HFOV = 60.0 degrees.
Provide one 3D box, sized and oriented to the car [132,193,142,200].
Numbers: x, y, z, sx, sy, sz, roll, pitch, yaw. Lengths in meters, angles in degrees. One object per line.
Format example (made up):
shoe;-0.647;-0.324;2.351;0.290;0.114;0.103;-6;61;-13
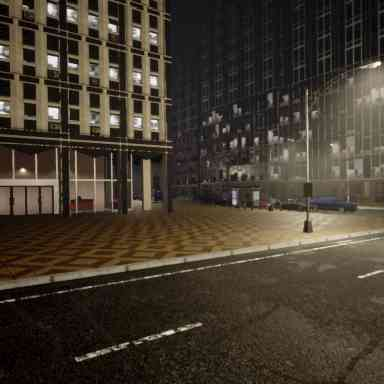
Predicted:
car;-11.670;1.040;68.155;2.008;1.369;4.403;0;1;-35

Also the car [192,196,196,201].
car;1.680;1.043;63.547;1.802;1.307;4.206;0;1;-35

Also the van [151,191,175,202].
van;-5.221;0.937;58.792;1.690;1.788;3.998;0;1;-35

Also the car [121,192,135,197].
car;-17.665;0.689;91.629;2.008;1.369;4.403;0;1;-35

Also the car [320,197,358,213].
car;14.589;1.317;34.585;1.882;1.535;5.008;-1;1;-35

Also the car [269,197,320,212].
car;10.792;1.424;35.318;1.947;1.339;4.313;0;1;-35

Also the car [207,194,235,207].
car;4.406;1.319;44.724;1.947;1.339;4.313;0;1;-35

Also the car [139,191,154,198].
car;-11.217;0.686;82.267;1.967;1.590;4.097;0;1;-35

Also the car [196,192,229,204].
car;3.193;1.008;51.149;2.097;1.767;4.553;-1;1;-34

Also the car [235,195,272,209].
car;7.582;1.388;40.011;1.802;1.307;4.206;0;1;-35

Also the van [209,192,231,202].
van;4.904;0.855;58.863;1.690;1.788;3.998;0;1;-35

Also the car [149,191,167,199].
car;-7.993;0.615;77.585;2.192;1.841;5.009;0;1;-35

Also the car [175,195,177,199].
car;-4.768;0.936;72.908;1.802;1.307;4.206;0;1;-35
